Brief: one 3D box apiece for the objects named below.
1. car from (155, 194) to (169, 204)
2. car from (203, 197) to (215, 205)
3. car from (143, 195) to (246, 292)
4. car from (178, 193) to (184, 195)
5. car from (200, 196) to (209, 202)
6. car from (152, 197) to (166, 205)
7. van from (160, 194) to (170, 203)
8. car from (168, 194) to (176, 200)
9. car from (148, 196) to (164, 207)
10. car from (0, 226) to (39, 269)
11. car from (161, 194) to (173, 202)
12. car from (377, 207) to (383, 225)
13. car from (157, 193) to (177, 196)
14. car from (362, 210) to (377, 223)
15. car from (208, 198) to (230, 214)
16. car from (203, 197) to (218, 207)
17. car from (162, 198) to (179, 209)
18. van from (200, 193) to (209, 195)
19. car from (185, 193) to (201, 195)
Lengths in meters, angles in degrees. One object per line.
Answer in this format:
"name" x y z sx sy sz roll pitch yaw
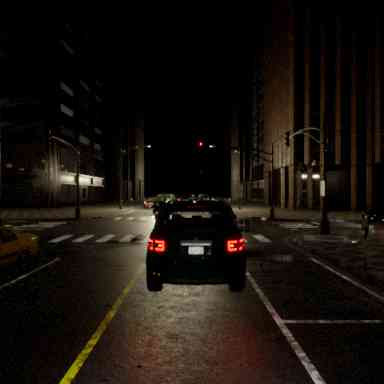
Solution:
"car" -5.629 1.329 63.624 2.192 1.841 5.009 0 0 0
"car" 2.884 1.576 58.014 1.947 1.339 4.313 0 0 0
"car" 0.098 1.222 9.086 2.150 2.045 5.566 0 0 0
"car" -2.913 1.362 56.369 2.097 1.767 4.553 0 0 1
"car" 2.930 1.591 80.450 1.947 1.339 4.313 0 0 0
"car" -5.641 1.561 58.014 2.008 1.369 4.403 0 0 0
"van" -5.618 1.358 69.232 1.690 1.788 3.998 0 0 0
"car" -5.572 1.477 91.671 1.967 1.590 4.097 0 0 0
"car" -5.653 1.448 52.405 1.967 1.590 4.097 0 0 0
"car" -5.743 1.525 8.632 1.752 1.417 4.829 0 0 0
"car" -5.606 1.336 74.843 2.192 1.841 5.009 0 0 0
"car" 14.703 1.544 20.630 4.902 1.511 2.128 0 0 0
"car" -2.996 1.225 36.619 2.150 2.045 5.566 0 0 0
"car" 14.853 1.566 23.832 4.892 1.490 1.837 0 0 0
"car" 2.838 1.444 35.579 1.967 1.590 4.097 0 0 0
"car" 2.872 1.559 52.405 2.008 1.369 4.403 0 0 0
"car" -2.935 1.570 46.491 1.994 1.385 4.181 0 0 1
"van" 2.907 1.358 69.232 1.690 1.788 3.998 0 0 0
"car" 0.136 1.507 65.844 2.128 1.511 4.902 0 0 0
